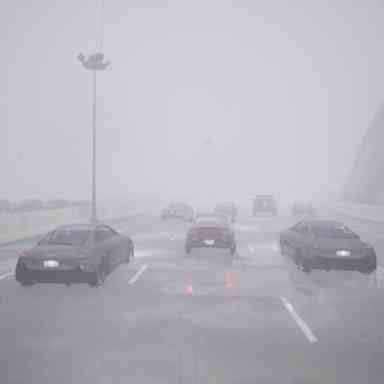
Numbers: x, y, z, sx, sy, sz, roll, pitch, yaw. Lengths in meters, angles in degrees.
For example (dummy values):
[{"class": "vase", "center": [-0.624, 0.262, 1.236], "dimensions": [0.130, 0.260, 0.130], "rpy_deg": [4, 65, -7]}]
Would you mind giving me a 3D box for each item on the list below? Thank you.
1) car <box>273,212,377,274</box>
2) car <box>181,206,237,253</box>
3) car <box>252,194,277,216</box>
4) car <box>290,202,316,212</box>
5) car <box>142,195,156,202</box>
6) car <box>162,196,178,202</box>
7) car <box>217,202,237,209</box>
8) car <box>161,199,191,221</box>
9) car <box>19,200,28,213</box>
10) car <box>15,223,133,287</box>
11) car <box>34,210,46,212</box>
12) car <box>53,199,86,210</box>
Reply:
[{"class": "car", "center": [4.088, 1.573, 10.688], "dimensions": [1.994, 1.385, 4.181], "rpy_deg": [0, 0, 4]}, {"class": "car", "center": [0.801, 1.528, 13.595], "dimensions": [1.812, 1.442, 4.674], "rpy_deg": [0, 0, 5]}, {"class": "car", "center": [6.982, 1.238, 32.158], "dimensions": [2.150, 2.045, 5.566], "rpy_deg": [0, 0, 11]}, {"class": "car", "center": [10.458, 1.624, 31.679], "dimensions": [1.895, 1.301, 4.718], "rpy_deg": [0, 0, 11]}, {"class": "car", "center": [-9.609, 1.333, 73.716], "dimensions": [2.097, 1.767, 4.553], "rpy_deg": [0, 0, 22]}, {"class": "car", "center": [-4.920, 1.547, 75.828], "dimensions": [1.994, 1.385, 4.181], "rpy_deg": [0, 0, 24]}, {"class": "car", "center": [3.244, 1.610, 31.279], "dimensions": [1.895, 1.301, 4.718], "rpy_deg": [0, 0, 11]}, {"class": "car", "center": [-1.090, 1.547, 26.963], "dimensions": [2.033, 1.411, 5.357], "rpy_deg": [0, 0, 9]}, {"class": "car", "center": [-17.468, 1.458, 35.573], "dimensions": [2.128, 1.511, 4.902], "rpy_deg": [0, 0, 11]}, {"class": "car", "center": [-3.009, 1.558, 9.374], "dimensions": [1.994, 1.385, 4.181], "rpy_deg": [0, 0, 3]}, {"class": "car", "center": [-14.180, 1.478, 34.195], "dimensions": [1.837, 1.490, 4.892], "rpy_deg": [0, 0, 11]}, {"class": "car", "center": [-11.062, 1.580, 31.951], "dimensions": [1.895, 1.301, 4.718], "rpy_deg": [0, 0, 11]}]
